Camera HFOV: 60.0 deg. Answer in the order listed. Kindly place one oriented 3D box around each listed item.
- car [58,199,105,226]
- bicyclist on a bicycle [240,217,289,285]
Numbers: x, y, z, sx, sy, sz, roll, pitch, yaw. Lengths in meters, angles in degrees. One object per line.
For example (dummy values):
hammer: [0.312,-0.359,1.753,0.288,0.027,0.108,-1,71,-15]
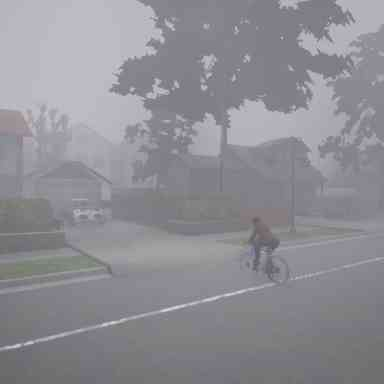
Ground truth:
car: [-6.634,1.168,19.898,1.970,1.475,3.806,0,0,-35]
bicyclist on a bicycle: [1.767,1.455,8.417,0.582,1.620,1.656,0,-2,-36]
